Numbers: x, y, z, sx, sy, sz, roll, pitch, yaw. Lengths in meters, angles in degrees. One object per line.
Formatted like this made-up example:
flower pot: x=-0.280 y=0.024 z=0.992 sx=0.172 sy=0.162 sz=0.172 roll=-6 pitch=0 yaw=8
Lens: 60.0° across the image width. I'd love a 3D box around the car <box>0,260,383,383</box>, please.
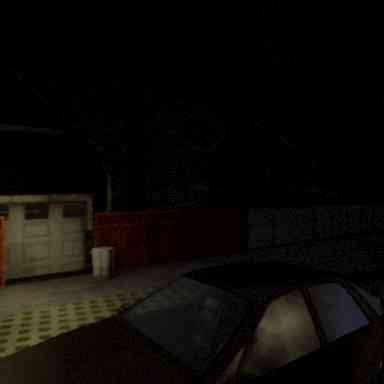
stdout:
car: x=0.603 y=1.549 z=3.536 sx=5.357 sy=1.411 sz=2.033 roll=0 pitch=0 yaw=-36
